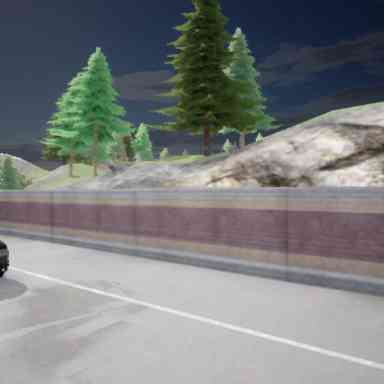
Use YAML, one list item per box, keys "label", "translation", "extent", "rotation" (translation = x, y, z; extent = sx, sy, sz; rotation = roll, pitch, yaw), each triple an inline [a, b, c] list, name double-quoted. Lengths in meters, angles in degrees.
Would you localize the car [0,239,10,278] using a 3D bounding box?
- label: "car"
  translation: [-6.729, 1.528, 8.966]
  extent: [4.892, 1.490, 1.837]
  rotation: [0, 0, 37]
